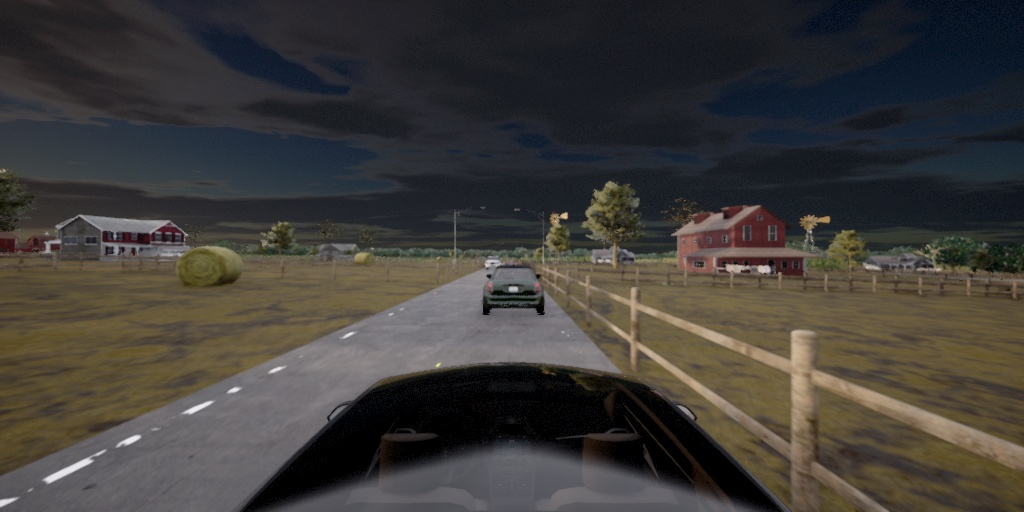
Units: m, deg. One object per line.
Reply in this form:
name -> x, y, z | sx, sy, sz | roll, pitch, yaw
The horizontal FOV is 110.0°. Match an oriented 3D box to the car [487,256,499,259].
car -> -2.833, 1.023, 53.823 | 2.150, 2.045, 5.566 | 0, 0, 0

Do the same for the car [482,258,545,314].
car -> 0.061, 1.096, 13.788 | 2.097, 1.767, 4.553 | 0, 0, 0
